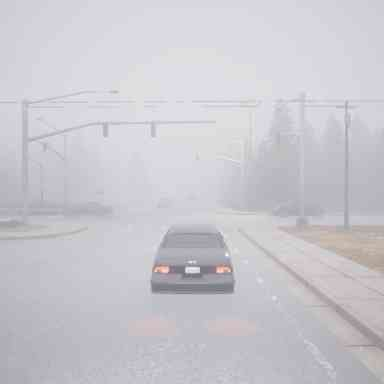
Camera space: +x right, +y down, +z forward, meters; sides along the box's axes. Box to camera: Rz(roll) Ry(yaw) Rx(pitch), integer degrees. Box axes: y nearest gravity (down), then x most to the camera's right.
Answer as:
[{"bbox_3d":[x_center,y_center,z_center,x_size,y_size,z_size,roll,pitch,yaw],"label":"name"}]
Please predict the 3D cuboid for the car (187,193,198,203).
[{"bbox_3d":[0.080,1.220,67.001,2.150,2.045,5.566,0,0,1],"label":"car"}]

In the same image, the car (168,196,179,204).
[{"bbox_3d":[-3.597,1.505,64.573,1.837,1.490,4.892,0,0,1],"label":"car"}]

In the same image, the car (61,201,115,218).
[{"bbox_3d":[-9.311,1.543,29.964,4.674,1.442,1.812,0,0,1],"label":"car"}]

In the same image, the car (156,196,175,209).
[{"bbox_3d":[-3.698,1.505,45.044,1.837,1.490,4.892,0,0,0],"label":"car"}]

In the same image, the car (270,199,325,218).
[{"bbox_3d":[9.291,1.379,29.671,4.553,1.767,2.097,0,0,1],"label":"car"}]

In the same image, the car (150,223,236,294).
[{"bbox_3d":[0.030,1.545,8.919,2.033,1.411,5.357,0,0,0],"label":"car"}]

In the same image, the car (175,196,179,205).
[{"bbox_3d":[-3.695,1.491,54.695,2.128,1.511,4.902,0,0,0],"label":"car"}]
